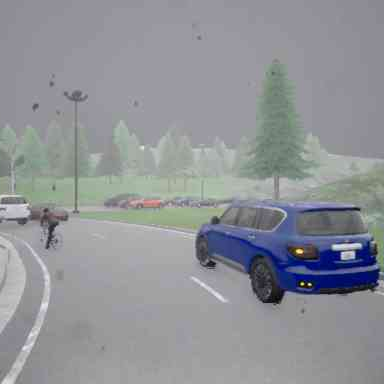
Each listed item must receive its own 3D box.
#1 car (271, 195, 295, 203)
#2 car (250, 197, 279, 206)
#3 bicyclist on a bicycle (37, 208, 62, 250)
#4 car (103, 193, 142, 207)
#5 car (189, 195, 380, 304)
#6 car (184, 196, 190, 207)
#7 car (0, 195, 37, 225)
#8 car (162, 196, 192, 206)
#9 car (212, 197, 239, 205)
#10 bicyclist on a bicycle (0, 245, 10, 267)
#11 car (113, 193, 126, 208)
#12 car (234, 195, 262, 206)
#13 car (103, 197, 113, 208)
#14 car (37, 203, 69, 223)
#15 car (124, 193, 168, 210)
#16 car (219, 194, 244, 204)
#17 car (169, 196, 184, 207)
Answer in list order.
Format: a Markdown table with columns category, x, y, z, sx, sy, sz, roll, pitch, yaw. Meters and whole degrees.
| category | x | y | z | sx | sy | sz | roll | pitch | yaw |
| --- | --- | --- | --- | --- | --- | --- | --- | --- | --- |
| car | 18.376 | 1.478 | 66.948 | 5.008 | 1.535 | 1.882 | 0 | 0 | -33 |
| car | 11.885 | 1.526 | 54.367 | 4.674 | 1.442 | 1.812 | 0 | 0 | -33 |
| bicyclist on a bicycle | -5.610 | 1.455 | 13.049 | 1.656 | 1.620 | 0.582 | -2 | -1 | 33 |
| car | -10.778 | 1.222 | 51.971 | 5.566 | 2.045 | 2.150 | 0 | 0 | -33 |
| car | 1.907 | 1.222 | 8.473 | 2.150 | 2.045 | 5.566 | 0 | 0 | -19 |
| car | 1.780 | 1.492 | 47.698 | 4.902 | 1.511 | 2.128 | 0 | 0 | -33 |
| car | -13.315 | 1.221 | 22.799 | 5.566 | 2.045 | 2.150 | 0 | 0 | 36 |
| car | -2.549 | 1.492 | 57.415 | 4.902 | 1.511 | 2.128 | 0 | 0 | -33 |
| car | 5.933 | 1.601 | 58.829 | 4.718 | 1.301 | 1.895 | 0 | 0 | -33 |
| bicyclist on a bicycle | -5.930 | 1.353 | 9.246 | 1.656 | 1.620 | 0.582 | 0 | -3 | -9 |
| car | -7.954 | 1.352 | 45.457 | 4.553 | 1.767 | 2.097 | 0 | 0 | -33 |
| car | 9.600 | 1.352 | 57.055 | 4.553 | 1.767 | 2.097 | 0 | 0 | -33 |
| car | -10.406 | 1.601 | 48.033 | 4.718 | 1.301 | 1.895 | 0 | 0 | -33 |
| car | -11.223 | 1.564 | 25.280 | 4.181 | 1.385 | 1.994 | 0 | 0 | 36 |
| car | -5.852 | 1.352 | 42.652 | 4.553 | 1.767 | 2.097 | 0 | 0 | -33 |
| car | 7.701 | 1.352 | 64.160 | 4.553 | 1.767 | 2.097 | 0 | 0 | -33 |
| car | -0.642 | 1.352 | 50.291 | 4.553 | 1.767 | 2.097 | 0 | 0 | -33 |
